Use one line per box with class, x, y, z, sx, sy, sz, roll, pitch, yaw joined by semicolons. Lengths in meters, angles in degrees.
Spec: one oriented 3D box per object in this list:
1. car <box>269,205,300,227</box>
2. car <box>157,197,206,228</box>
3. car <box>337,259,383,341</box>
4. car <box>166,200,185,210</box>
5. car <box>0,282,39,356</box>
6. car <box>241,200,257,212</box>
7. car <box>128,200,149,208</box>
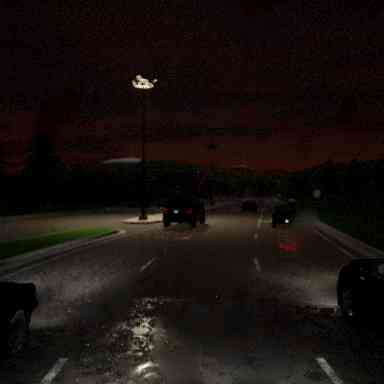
car;6.775;1.690;24.304;1.837;1.490;4.892;0;0;12
car;-0.460;1.407;24.047;2.150;2.045;5.566;0;0;12
car;3.664;1.385;4.286;2.097;1.767;4.553;0;0;2
car;-2.534;1.965;52.047;1.994;1.385;4.181;0;-1;13
car;-3.353;1.627;3.173;1.895;1.301;4.718;0;0;0
car;7.582;1.814;43.954;1.882;1.535;5.008;0;0;13
car;-8.862;1.978;55.701;2.033;1.411;5.357;0;0;13
